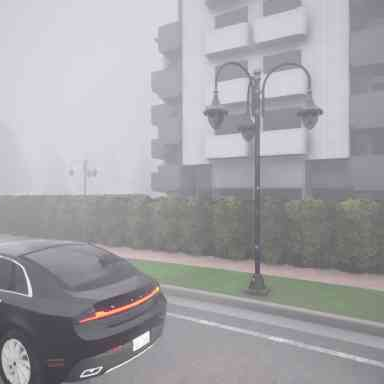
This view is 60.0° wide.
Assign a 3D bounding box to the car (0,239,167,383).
[{"bbox_3d":[-2.681,1.505,5.149,4.892,1.490,1.837,0,0,31],"label":"car"}]
